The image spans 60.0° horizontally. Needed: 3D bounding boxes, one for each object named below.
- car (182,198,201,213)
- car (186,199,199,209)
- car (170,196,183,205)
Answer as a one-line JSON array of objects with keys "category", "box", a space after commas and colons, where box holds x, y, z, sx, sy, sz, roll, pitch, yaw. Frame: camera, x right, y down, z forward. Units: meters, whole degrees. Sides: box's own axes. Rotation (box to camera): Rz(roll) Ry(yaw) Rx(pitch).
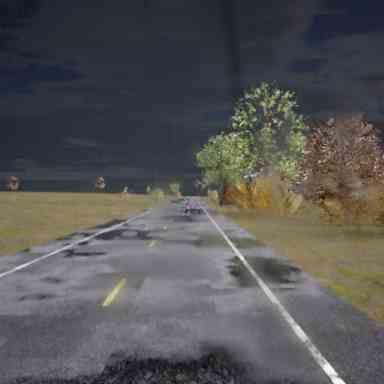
[{"category": "car", "box": [0.084, 1.766, 39.788, 2.033, 1.411, 5.357, 0, 0, -1]}, {"category": "car", "box": [0.067, 1.842, 53.113, 2.033, 1.411, 5.357, 0, 0, 0]}, {"category": "car", "box": [-3.543, 1.935, 70.561, 2.033, 1.411, 5.357, 0, 0, 0]}]
